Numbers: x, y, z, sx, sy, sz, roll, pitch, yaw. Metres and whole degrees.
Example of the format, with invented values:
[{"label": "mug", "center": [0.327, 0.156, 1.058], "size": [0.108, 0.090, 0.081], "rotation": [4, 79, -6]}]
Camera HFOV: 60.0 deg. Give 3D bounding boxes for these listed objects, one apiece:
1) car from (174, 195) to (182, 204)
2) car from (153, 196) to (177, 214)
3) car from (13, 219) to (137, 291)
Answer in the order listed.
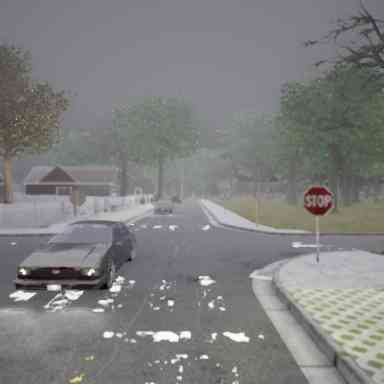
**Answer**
[{"label": "car", "center": [-2.818, 1.325, 59.779], "size": [1.882, 1.535, 5.008], "rotation": [0, 0, 0]}, {"label": "car", "center": [-2.789, 1.462, 33.934], "size": [1.837, 1.490, 4.892], "rotation": [0, 0, 0]}, {"label": "car", "center": [-2.756, 1.508, 9.298], "size": [2.033, 1.411, 5.357], "rotation": [1, 0, 0]}]
